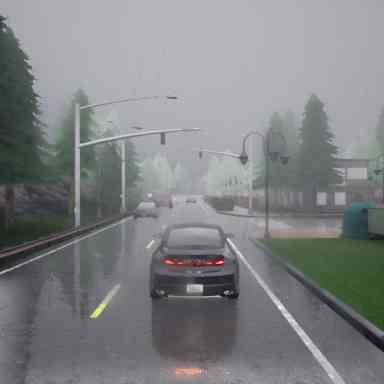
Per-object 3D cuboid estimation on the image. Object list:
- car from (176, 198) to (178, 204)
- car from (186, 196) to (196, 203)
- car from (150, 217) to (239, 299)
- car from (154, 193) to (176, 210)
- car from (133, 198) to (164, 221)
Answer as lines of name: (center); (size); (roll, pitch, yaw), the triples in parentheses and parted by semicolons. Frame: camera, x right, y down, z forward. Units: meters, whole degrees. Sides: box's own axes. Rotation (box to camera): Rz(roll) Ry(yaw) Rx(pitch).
car: (-3.698, 1.526, 62.036); (1.812, 1.442, 4.674); (0, 0, 0)
car: (-0.147, 1.564, 66.664); (1.994, 1.385, 4.181); (0, 0, 0)
car: (0.055, 1.505, 8.456); (1.837, 1.490, 4.892); (0, 0, 0)
car: (-3.700, 1.221, 44.221); (2.150, 2.045, 5.566); (0, 0, 0)
car: (-3.659, 1.526, 27.667); (1.812, 1.442, 4.674); (0, 0, 0)
